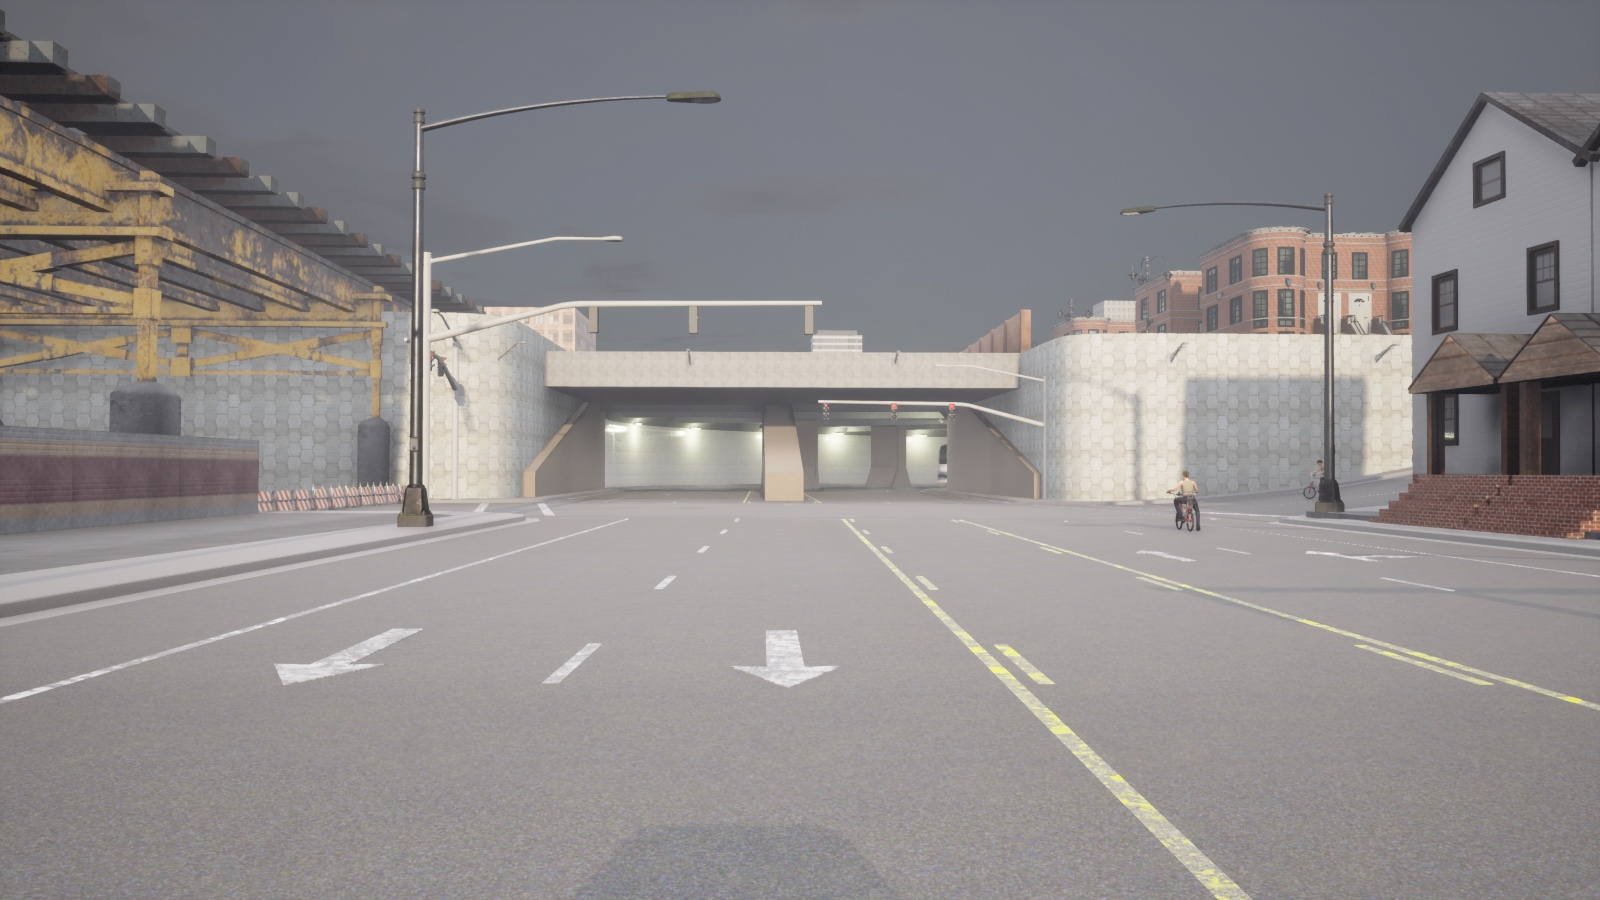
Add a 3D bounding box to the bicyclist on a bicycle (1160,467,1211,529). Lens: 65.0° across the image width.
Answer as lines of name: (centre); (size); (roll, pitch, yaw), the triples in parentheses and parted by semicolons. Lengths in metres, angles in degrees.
bicyclist on a bicycle: (10.309, 1.273, 33.622); (0.866, 1.612, 1.509); (0, -1, 0)
